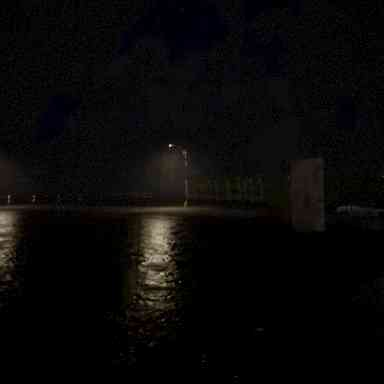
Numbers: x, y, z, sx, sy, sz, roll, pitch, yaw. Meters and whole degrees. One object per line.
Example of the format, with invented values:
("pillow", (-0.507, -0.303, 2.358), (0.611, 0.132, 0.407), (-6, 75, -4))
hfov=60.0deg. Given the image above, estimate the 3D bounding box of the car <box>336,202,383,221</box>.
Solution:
("car", (13.374, 1.369, 24.984), (1.895, 1.301, 4.718), (-3, 2, -35))
